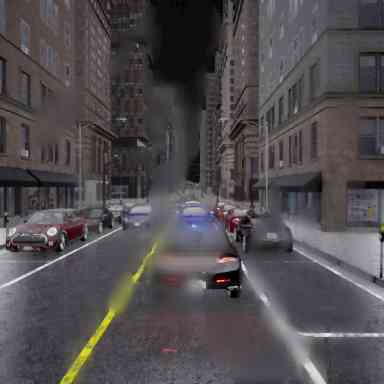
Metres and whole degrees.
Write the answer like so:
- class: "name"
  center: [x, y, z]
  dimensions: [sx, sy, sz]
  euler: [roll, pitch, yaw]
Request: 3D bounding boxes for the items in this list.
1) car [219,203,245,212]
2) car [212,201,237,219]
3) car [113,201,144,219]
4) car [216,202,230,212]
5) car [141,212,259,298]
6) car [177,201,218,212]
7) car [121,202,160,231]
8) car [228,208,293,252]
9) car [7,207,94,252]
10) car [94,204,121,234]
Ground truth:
- class: "car"
  center: [2.814, 1.543, 19.084]
  dimensions: [1.887, 1.381, 4.507]
  euler: [-1, 0, 0]
- class: "car"
  center: [2.850, 1.544, 30.095]
  dimensions: [1.887, 1.381, 4.507]
  euler: [-1, 0, 0]
- class: "car"
  center: [-5.675, 1.544, 30.124]
  dimensions: [1.887, 1.381, 4.507]
  euler: [-1, 0, 0]
- class: "car"
  center: [2.832, 1.544, 24.590]
  dimensions: [1.887, 1.381, 4.507]
  euler: [-1, 0, 0]
- class: "car"
  center: [0.126, 1.490, 8.513]
  dimensions: [2.128, 1.511, 4.902]
  euler: [0, 0, 0]
- class: "car"
  center: [0.159, 1.476, 18.018]
  dimensions: [1.882, 1.535, 5.008]
  euler: [0, 0, 0]
- class: "car"
  center: [-2.998, 1.524, 20.596]
  dimensions: [1.812, 1.442, 4.674]
  euler: [0, 0, 1]
- class: "car"
  center: [2.796, 1.564, 13.580]
  dimensions: [1.947, 1.339, 4.313]
  euler: [-1, 0, 0]
- class: "car"
  center: [-5.731, 1.439, 13.608]
  dimensions: [1.967, 1.590, 4.097]
  euler: [-1, 0, 0]
- class: "car"
  center: [-5.711, 1.565, 19.113]
  dimensions: [1.947, 1.339, 4.313]
  euler: [-1, 0, 0]
